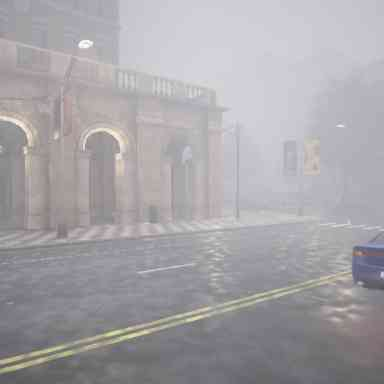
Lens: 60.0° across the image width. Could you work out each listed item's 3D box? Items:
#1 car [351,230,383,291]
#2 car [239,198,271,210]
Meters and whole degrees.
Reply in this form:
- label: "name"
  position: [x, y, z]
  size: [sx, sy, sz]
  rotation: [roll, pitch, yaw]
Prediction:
- label: "car"
  position: [5.790, 1.478, 7.982]
  size: [5.008, 1.535, 1.882]
  rotation: [0, 0, -37]
- label: "car"
  position: [7.886, 1.505, 42.677]
  size: [1.837, 1.490, 4.892]
  rotation: [0, 0, -36]
